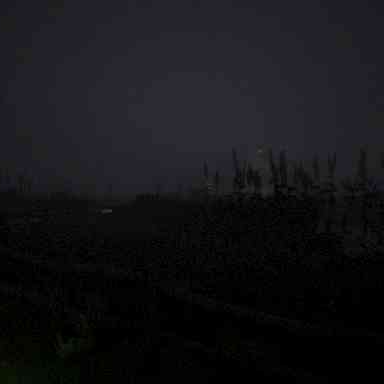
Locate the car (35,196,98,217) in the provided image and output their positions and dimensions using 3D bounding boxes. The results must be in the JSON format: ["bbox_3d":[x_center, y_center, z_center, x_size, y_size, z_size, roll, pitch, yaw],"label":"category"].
[{"bbox_3d":[-9.620,1.031,25.950,2.128,1.511,4.902,0,2,38],"label":"car"}]
